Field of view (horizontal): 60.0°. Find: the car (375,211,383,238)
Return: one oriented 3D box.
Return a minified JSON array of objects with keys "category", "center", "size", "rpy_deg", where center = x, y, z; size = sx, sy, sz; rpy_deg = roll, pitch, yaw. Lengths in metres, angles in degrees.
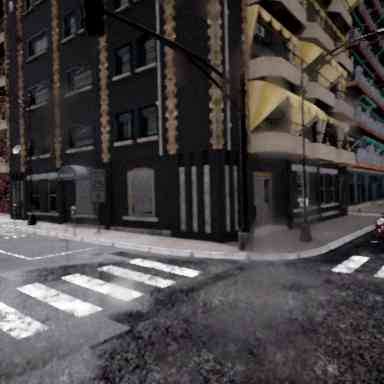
[{"category":"car","center":[9.822,1.244,15.356],"size":[1.967,1.590,4.097],"rpy_deg":[-2,0,39]}]
